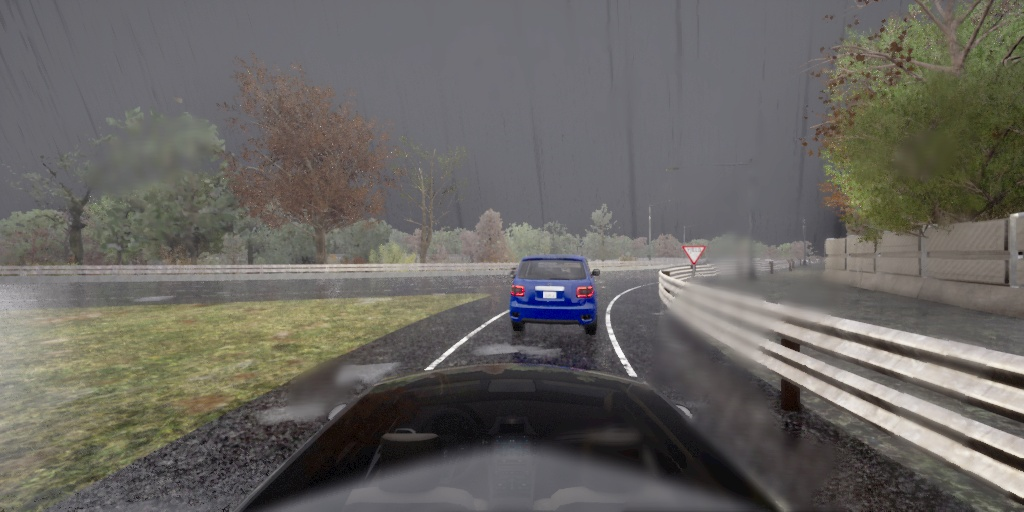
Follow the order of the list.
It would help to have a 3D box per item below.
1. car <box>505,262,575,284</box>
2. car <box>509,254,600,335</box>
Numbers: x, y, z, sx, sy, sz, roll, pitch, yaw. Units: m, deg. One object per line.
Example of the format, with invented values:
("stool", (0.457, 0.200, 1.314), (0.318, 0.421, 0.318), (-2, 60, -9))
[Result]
("car", (2.130, 1.241, 27.247), (4.902, 1.511, 2.128), (0, 0, -28))
("car", (1.417, 0.972, 10.757), (2.150, 2.045, 5.566), (0, 0, 12))
